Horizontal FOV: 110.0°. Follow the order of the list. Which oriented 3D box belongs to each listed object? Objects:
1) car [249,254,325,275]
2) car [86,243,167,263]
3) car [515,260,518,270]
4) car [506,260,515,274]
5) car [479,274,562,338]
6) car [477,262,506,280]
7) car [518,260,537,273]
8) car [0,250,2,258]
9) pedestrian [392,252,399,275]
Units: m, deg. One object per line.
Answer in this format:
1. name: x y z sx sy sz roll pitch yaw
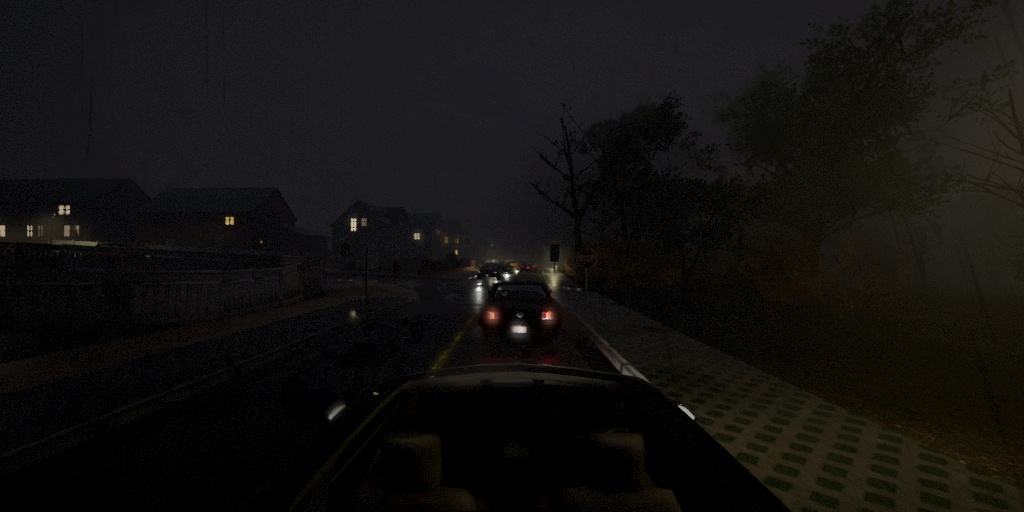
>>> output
1. car: -14.272 0.655 22.534 4.674 1.442 1.812 3 0 1
2. car: -24.104 0.016 22.740 4.553 1.767 2.097 3 0 1
3. car: 0.115 1.402 55.221 1.882 1.535 5.008 0 -1 6
4. car: -1.088 1.405 42.802 1.994 1.385 4.181 0 0 5
5. car: 0.215 1.357 10.192 1.895 1.301 4.718 0 0 1
6. car: -1.889 1.321 31.682 1.812 1.442 4.674 0 0 4
7. car: 2.221 1.428 46.943 1.994 1.385 4.181 0 0 5
8. car: -35.816 -0.413 22.989 5.008 1.535 1.882 3 0 2
9. pedestrian: -9.172 0.552 28.297 0.375 1.860 0.375 0 -3 1
